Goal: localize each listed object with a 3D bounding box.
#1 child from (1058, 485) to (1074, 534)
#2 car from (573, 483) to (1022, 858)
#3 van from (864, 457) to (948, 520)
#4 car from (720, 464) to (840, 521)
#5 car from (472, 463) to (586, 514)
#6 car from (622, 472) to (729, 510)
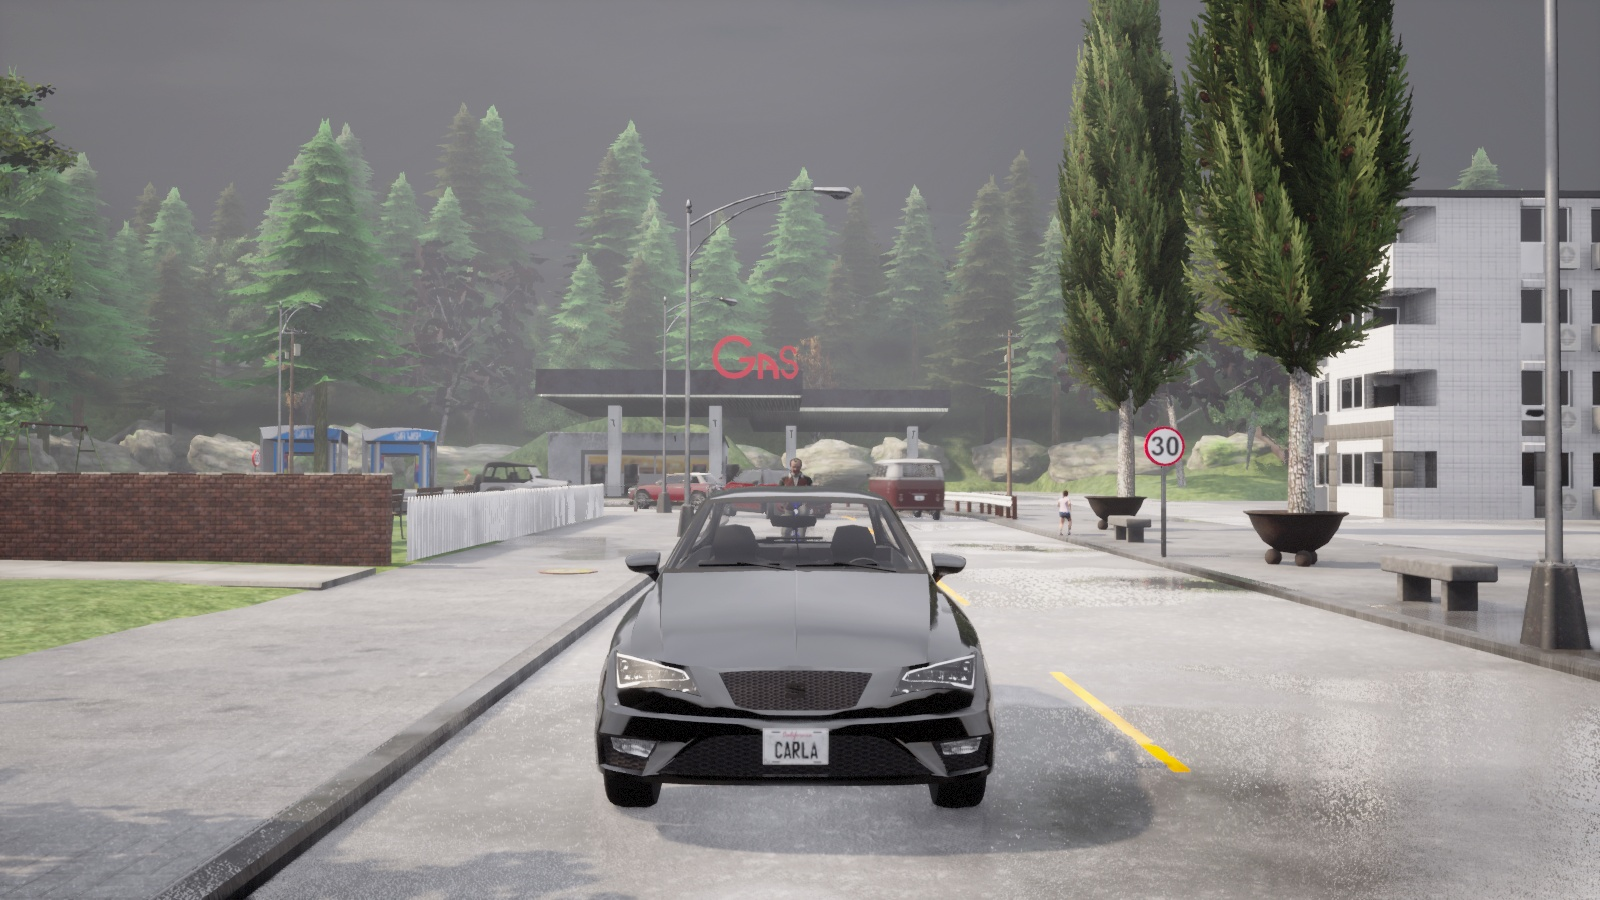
[{"bbox_3d":[6.119,1.364,28.912,0.255,1.110,0.394,-1,-1,29],"label":"child"},{"bbox_3d":[-0.019,0.949,7.198,1.816,1.474,4.193,0,-1,0],"label":"car"},{"bbox_3d":[3.449,1.252,41.638,1.775,1.987,4.442,0,-1,-9],"label":"van"},{"bbox_3d":[-0.742,1.371,41.445,2.097,1.767,4.553,0,-1,-28],"label":"car"},{"bbox_3d":[-10.174,1.444,47.302,3.866,1.878,1.905,0,-1,0],"label":"car"},{"bbox_3d":[-5.017,1.650,50.630,3.806,1.475,1.970,-1,-1,22],"label":"car"}]
